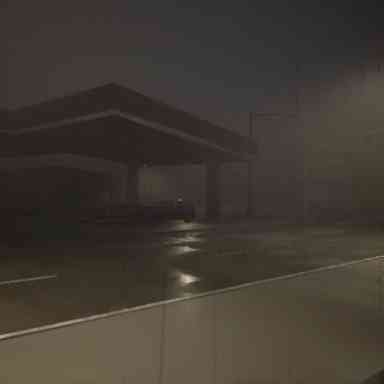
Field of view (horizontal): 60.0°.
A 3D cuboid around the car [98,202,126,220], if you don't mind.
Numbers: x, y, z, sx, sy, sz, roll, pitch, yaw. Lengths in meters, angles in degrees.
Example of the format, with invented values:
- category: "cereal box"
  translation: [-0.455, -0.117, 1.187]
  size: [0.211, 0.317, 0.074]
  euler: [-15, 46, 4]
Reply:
- category: "car"
  translation: [-5.935, 1.576, 28.445]
  size: [3.806, 1.475, 1.970]
  euler: [1, 0, -35]

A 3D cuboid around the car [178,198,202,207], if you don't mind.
- category: "car"
  translation: [-0.423, 1.859, 62.128]
  size: [2.128, 1.511, 4.902]
  euler: [1, 0, -36]

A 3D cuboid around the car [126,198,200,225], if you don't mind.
- category: "car"
  translation: [-1.977, 1.423, 24.212]
  size: [4.611, 1.667, 2.242]
  euler: [1, 0, -35]

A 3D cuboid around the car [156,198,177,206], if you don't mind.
- category: "car"
  translation: [-4.771, 1.856, 62.041]
  size: [1.812, 1.442, 4.674]
  euler: [1, 0, -36]
